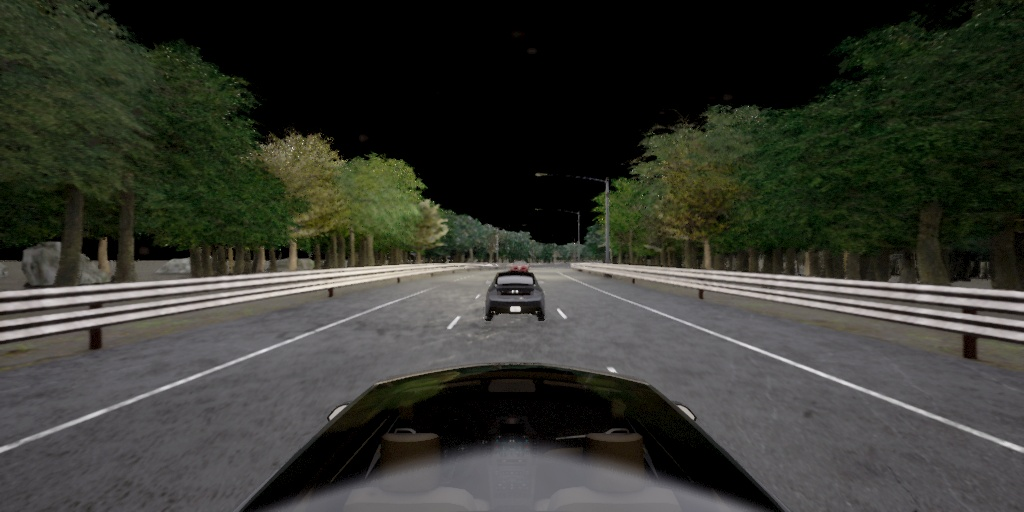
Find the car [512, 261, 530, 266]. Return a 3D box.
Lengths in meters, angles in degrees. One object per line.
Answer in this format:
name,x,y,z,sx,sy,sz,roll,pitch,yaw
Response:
car,0.994,1.377,42.458,2.097,1.767,4.553,0,-1,3

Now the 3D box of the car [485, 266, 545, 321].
car,0.105,1.280,12.645,1.837,1.490,4.892,0,0,0
